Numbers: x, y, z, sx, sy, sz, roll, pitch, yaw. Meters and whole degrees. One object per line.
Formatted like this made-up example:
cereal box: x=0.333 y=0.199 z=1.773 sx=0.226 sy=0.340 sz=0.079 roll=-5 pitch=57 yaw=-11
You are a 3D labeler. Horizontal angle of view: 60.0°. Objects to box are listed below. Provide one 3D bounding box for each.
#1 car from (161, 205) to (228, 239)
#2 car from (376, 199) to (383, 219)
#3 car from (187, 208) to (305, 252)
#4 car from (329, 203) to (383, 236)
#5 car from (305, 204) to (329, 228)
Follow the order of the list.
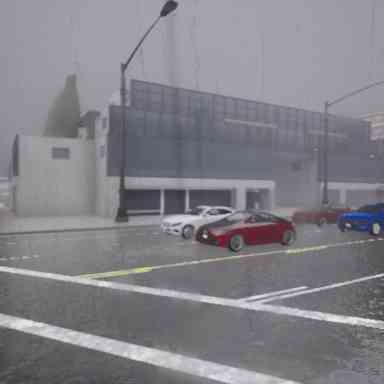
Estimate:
car: x=0.717 y=1.417 z=16.666 sx=4.674 sy=1.442 sz=1.812 roll=0 pitch=0 yaw=-32
car: x=16.491 y=1.227 z=25.647 sx=4.674 sy=1.442 sz=1.812 roll=-1 pitch=1 yaw=-30
car: x=2.227 y=1.477 z=13.484 sx=4.181 sy=1.385 sz=1.994 roll=0 pitch=0 yaw=-30
car: x=9.984 y=1.353 z=17.903 sx=5.008 sy=1.535 sz=1.882 roll=-1 pitch=1 yaw=-30
car: x=8.624 y=1.446 z=21.164 sx=4.718 sy=1.301 sz=1.895 roll=-1 pitch=1 yaw=-30
